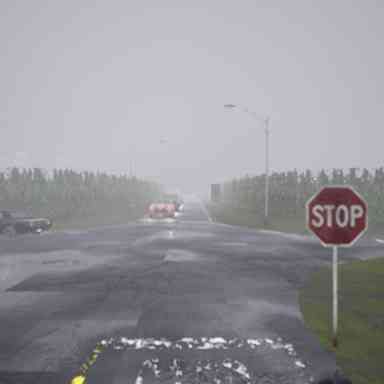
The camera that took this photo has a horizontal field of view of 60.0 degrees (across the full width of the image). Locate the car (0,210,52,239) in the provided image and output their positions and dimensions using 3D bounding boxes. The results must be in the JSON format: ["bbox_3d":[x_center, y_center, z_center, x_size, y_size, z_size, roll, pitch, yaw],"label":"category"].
[{"bbox_3d":[-9.668,1.570,16.726,4.718,1.301,1.895,0,-1,12],"label":"car"}]

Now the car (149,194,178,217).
[{"bbox_3d":[-2.718,1.360,30.883,2.097,1.767,4.553,0,0,0],"label":"car"}]

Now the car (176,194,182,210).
[{"bbox_3d":[-2.673,1.230,40.578,2.150,2.045,5.566,0,0,0],"label":"car"}]

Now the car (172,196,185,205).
[{"bbox_3d":[-2.505,1.492,61.087,2.128,1.511,4.902,0,0,1],"label":"car"}]

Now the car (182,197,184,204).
[{"bbox_3d":[-2.621,1.531,50.645,1.812,1.442,4.674,0,0,1],"label":"car"}]
